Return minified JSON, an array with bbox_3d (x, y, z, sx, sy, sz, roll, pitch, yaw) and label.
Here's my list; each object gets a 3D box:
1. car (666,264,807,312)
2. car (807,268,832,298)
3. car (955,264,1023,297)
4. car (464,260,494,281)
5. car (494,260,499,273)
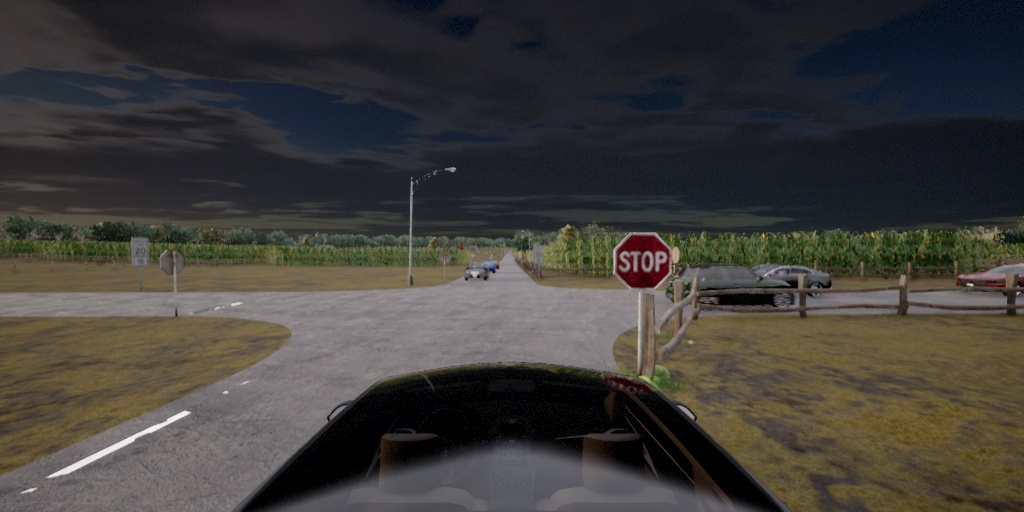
[{"bbox_3d":[8.680,1.124,14.313,4.553,1.767,2.097,0,2,-8],"label":"car"},{"bbox_3d":[12.607,1.167,17.363,4.902,1.511,2.128,0,2,-2],"label":"car"},{"bbox_3d":[24.815,1.138,17.477,5.008,1.535,1.882,0,2,0],"label":"car"},{"bbox_3d":[-2.967,1.298,31.027,2.128,1.511,4.902,0,0,0],"label":"car"},{"bbox_3d":[-3.019,1.354,44.496,1.882,1.535,5.008,0,0,0],"label":"car"}]
